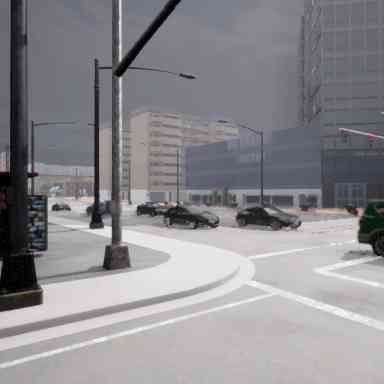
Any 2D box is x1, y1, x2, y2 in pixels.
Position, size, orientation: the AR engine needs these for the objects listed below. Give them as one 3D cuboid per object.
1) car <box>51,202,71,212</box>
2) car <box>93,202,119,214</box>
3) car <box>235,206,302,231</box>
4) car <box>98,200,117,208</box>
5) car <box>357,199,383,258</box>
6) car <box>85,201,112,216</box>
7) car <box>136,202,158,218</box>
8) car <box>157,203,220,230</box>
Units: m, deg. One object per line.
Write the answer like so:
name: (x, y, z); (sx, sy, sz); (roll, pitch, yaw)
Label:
car: (-19.142, 2.178, 48.612); (1.994, 1.385, 4.181); (0, -1, -36)
car: (-11.311, 2.023, 43.676); (1.994, 1.385, 4.181); (0, -1, -35)
car: (4.776, 1.620, 21.474); (1.812, 1.442, 4.674); (0, -1, -36)
car: (-15.863, 2.281, 62.138); (1.994, 1.385, 4.181); (0, -1, -36)
car: (8.288, 1.245, 10.665); (2.150, 2.045, 5.566); (0, -1, -36)
car: (-9.781, 1.897, 35.558); (2.033, 1.411, 5.357); (0, -1, -36)
car: (-3.952, 1.768, 33.485); (2.128, 1.511, 4.902); (0, -1, -36)
car: (-0.142, 1.632, 22.273); (1.837, 1.490, 4.892); (0, -1, -36)
